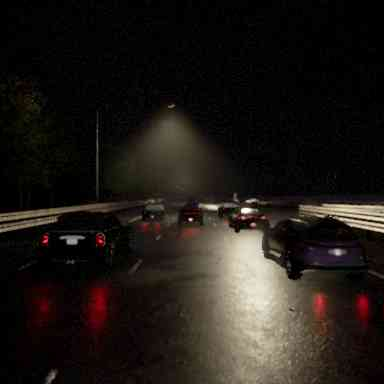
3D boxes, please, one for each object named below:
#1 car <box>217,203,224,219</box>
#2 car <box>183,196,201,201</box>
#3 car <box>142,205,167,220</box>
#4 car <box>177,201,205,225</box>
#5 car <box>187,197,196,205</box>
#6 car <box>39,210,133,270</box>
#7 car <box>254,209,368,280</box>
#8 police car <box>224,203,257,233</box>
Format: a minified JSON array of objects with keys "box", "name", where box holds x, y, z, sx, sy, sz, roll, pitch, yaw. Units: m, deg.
[{"box":[3.474,1.766,32.241,2.128,1.511,4.902,0,-1,0],"name":"car"},{"box":[0.045,1.746,56.264,2.150,2.045,5.566,0,0,0],"name":"car"},{"box":[-3.427,1.864,31.023,1.895,1.301,4.718,0,-1,0],"name":"car"},{"box":[-0.081,1.730,26.423,1.837,1.490,4.892,0,0,0],"name":"car"},{"box":[-0.059,2.138,76.467,2.097,1.767,4.553,0,-1,0],"name":"car"},{"box":[-3.412,1.456,11.584,2.097,1.767,4.553,0,0,0],"name":"car"},{"box":[3.492,1.524,10.242,2.033,1.649,4.856,0,0,0],"name":"car"},{"box":[3.483,1.688,21.241,2.038,1.542,4.974,0,0,0],"name":"police car"}]
